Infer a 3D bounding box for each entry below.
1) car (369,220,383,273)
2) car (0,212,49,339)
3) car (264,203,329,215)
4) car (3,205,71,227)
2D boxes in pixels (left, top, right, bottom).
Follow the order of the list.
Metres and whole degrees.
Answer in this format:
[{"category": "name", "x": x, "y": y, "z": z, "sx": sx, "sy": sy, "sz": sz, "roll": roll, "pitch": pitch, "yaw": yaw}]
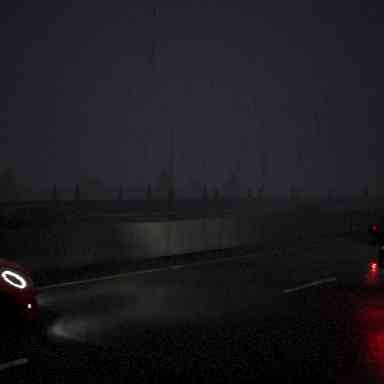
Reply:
[{"category": "car", "x": 6.640, "y": 1.498, "z": 8.479, "sx": 4.902, "sy": 1.511, "sz": 2.128, "roll": 0, "pitch": 0, "yaw": -35}, {"category": "car", "x": -4.710, "y": 1.352, "z": 4.686, "sx": 4.553, "sy": 1.767, "sz": 2.097, "roll": 0, "pitch": 0, "yaw": -35}, {"category": "car", "x": 6.768, "y": 1.489, "z": 21.478, "sx": 5.008, "sy": 1.535, "sz": 1.882, "roll": 0, "pitch": 0, "yaw": -33}, {"category": "car", "x": -9.433, "y": 1.507, "z": 18.742, "sx": 4.892, "sy": 1.490, "sz": 1.837, "roll": 0, "pitch": 0, "yaw": -35}]
